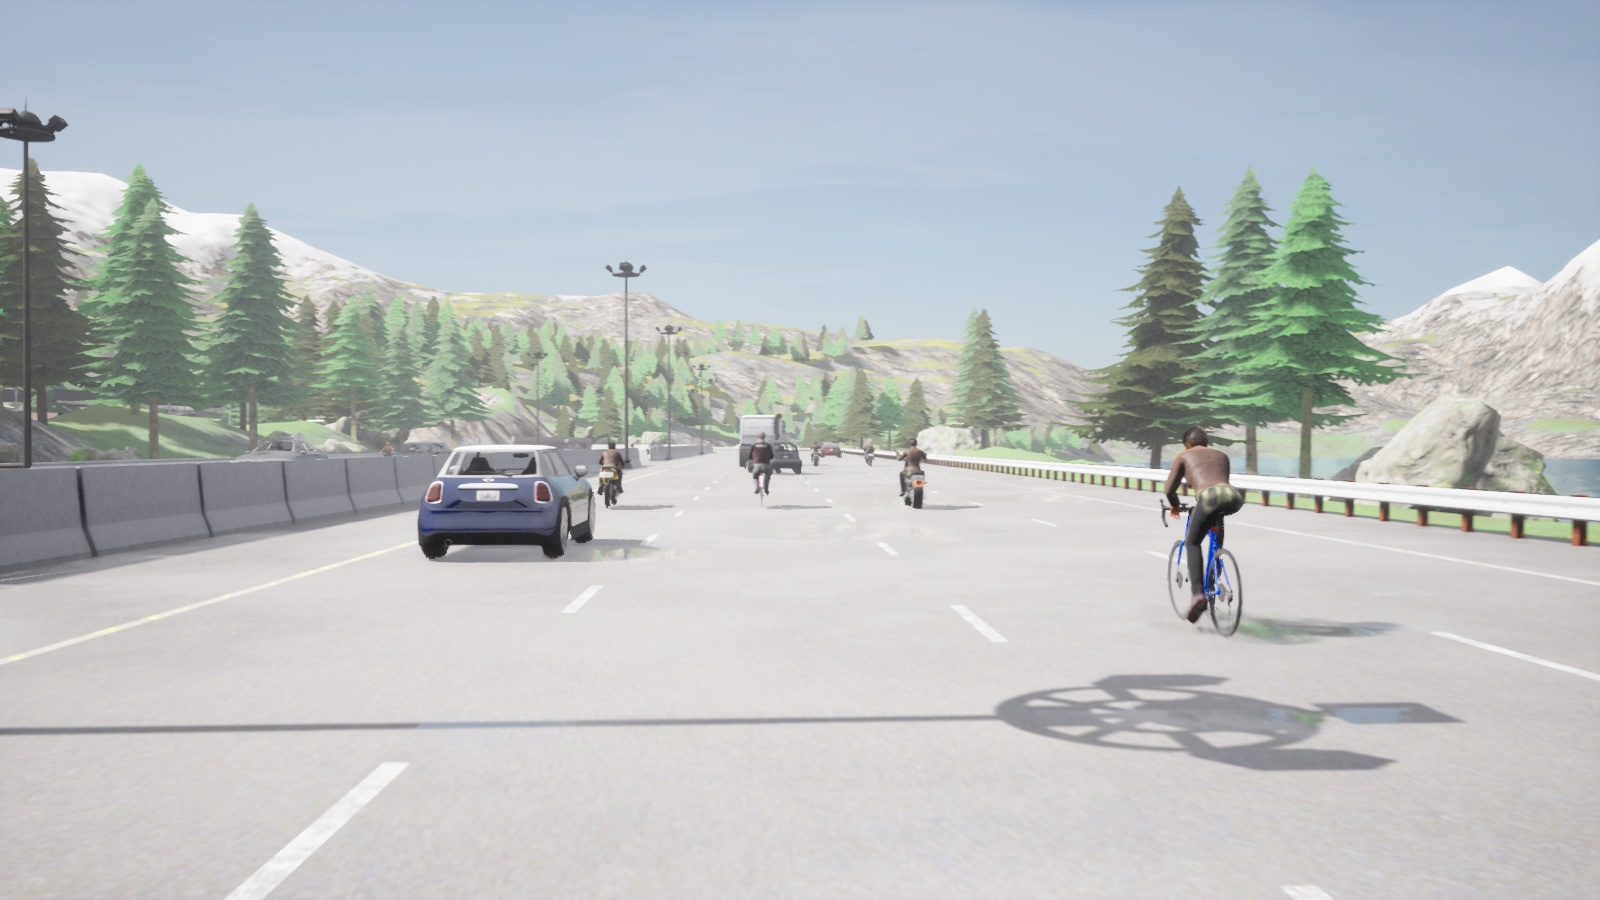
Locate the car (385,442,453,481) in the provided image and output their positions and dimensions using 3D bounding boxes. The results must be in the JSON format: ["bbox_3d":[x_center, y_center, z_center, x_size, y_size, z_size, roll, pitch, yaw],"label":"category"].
[{"bbox_3d":[-15.576,0.437,51.522,1.789,1.549,3.705,0,0,-2],"label":"car"}]

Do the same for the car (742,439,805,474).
[{"bbox_3d":[-1.318,0.305,61.090,1.851,1.617,3.988,0,0,-21],"label":"car"}]

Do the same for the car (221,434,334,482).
[{"bbox_3d":[-18.896,0.269,45.721,2.152,1.651,5.027,0,0,-2],"label":"car"}]

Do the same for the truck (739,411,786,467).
[{"bbox_3d":[-2.445,-0.688,81.509,2.891,3.462,7.936,0,0,-2],"label":"truck"}]

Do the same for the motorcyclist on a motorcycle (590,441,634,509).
[{"bbox_3d":[-4.370,0.565,29.285,0.797,1.523,2.044,0,0,-2],"label":"motorcyclist on a motorcycle"}]

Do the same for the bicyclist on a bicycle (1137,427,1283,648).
[{"bbox_3d":[3.242,0.644,10.070,0.582,1.620,1.656,0,0,-2],"label":"bicyclist on a bicycle"}]

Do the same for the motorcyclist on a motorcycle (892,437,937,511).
[{"bbox_3d":[2.638,0.536,29.168,0.766,1.649,2.350,0,0,-2],"label":"motorcyclist on a motorcycle"}]

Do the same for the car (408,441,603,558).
[{"bbox_3d":[-4.003,0.613,17.727,1.970,1.475,3.806,0,0,-2],"label":"car"}]
